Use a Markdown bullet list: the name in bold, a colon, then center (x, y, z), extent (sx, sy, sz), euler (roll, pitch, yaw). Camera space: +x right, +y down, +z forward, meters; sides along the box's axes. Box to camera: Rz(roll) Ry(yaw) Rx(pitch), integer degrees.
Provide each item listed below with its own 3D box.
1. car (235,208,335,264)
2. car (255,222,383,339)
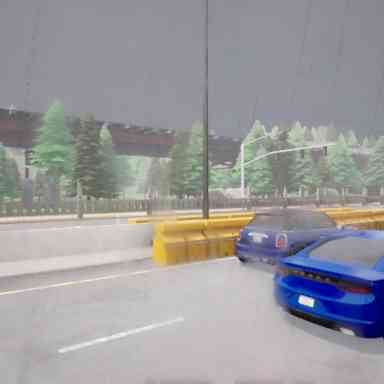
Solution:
- **car**: center (3.583, 1.352, 10.610), extent (4.553, 1.767, 2.097), euler (0, 0, -36)
- **car**: center (3.714, 1.478, 6.402), extent (5.008, 1.535, 1.882), euler (0, 0, -36)
